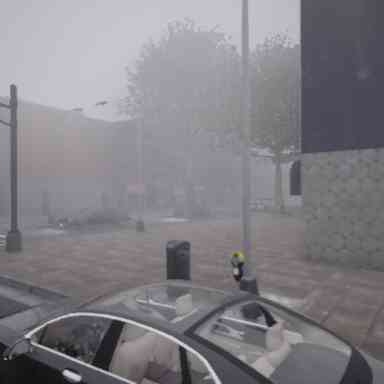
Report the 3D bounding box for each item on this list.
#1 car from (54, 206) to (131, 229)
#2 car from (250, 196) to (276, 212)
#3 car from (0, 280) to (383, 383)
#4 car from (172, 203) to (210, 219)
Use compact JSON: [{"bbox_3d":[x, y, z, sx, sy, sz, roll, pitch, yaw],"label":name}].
[{"bbox_3d":[-6.693,1.698,23.140,2.033,1.411,5.357,0,-1,36],"label":"car"},{"bbox_3d":[9.975,1.605,46.167,2.150,2.045,5.566,0,-1,36],"label":"car"},{"bbox_3d":[-0.415,1.556,3.109,4.403,1.369,2.008,0,0,35],"label":"car"},{"bbox_3d":[-0.035,1.798,32.353,1.994,1.385,4.181,0,-1,36],"label":"car"}]
